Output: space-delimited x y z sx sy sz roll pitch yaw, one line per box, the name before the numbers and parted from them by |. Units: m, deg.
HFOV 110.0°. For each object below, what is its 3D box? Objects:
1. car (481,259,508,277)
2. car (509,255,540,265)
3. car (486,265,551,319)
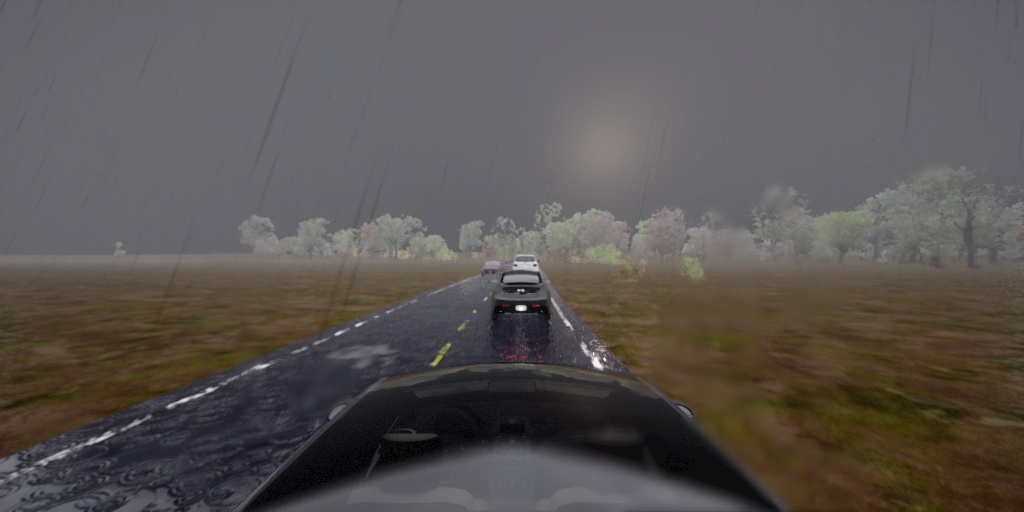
car | -1.774 1.146 34.531 1.882 1.535 5.008 0 0 4
car | 1.252 0.908 31.741 2.150 2.045 5.566 0 0 4
car | 0.321 1.232 12.632 1.837 1.490 4.892 0 0 1
